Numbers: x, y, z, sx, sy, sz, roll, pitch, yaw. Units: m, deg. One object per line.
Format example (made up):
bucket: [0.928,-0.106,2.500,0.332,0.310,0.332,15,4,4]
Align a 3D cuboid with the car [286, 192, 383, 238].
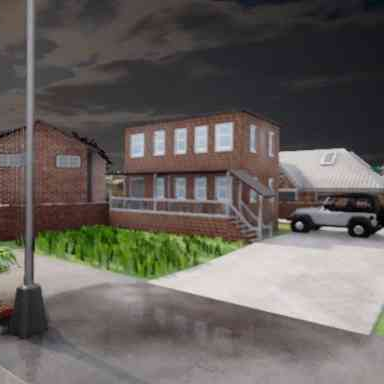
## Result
car: [6.199,0.944,14.255,3.866,1.878,1.905,1,0,36]
